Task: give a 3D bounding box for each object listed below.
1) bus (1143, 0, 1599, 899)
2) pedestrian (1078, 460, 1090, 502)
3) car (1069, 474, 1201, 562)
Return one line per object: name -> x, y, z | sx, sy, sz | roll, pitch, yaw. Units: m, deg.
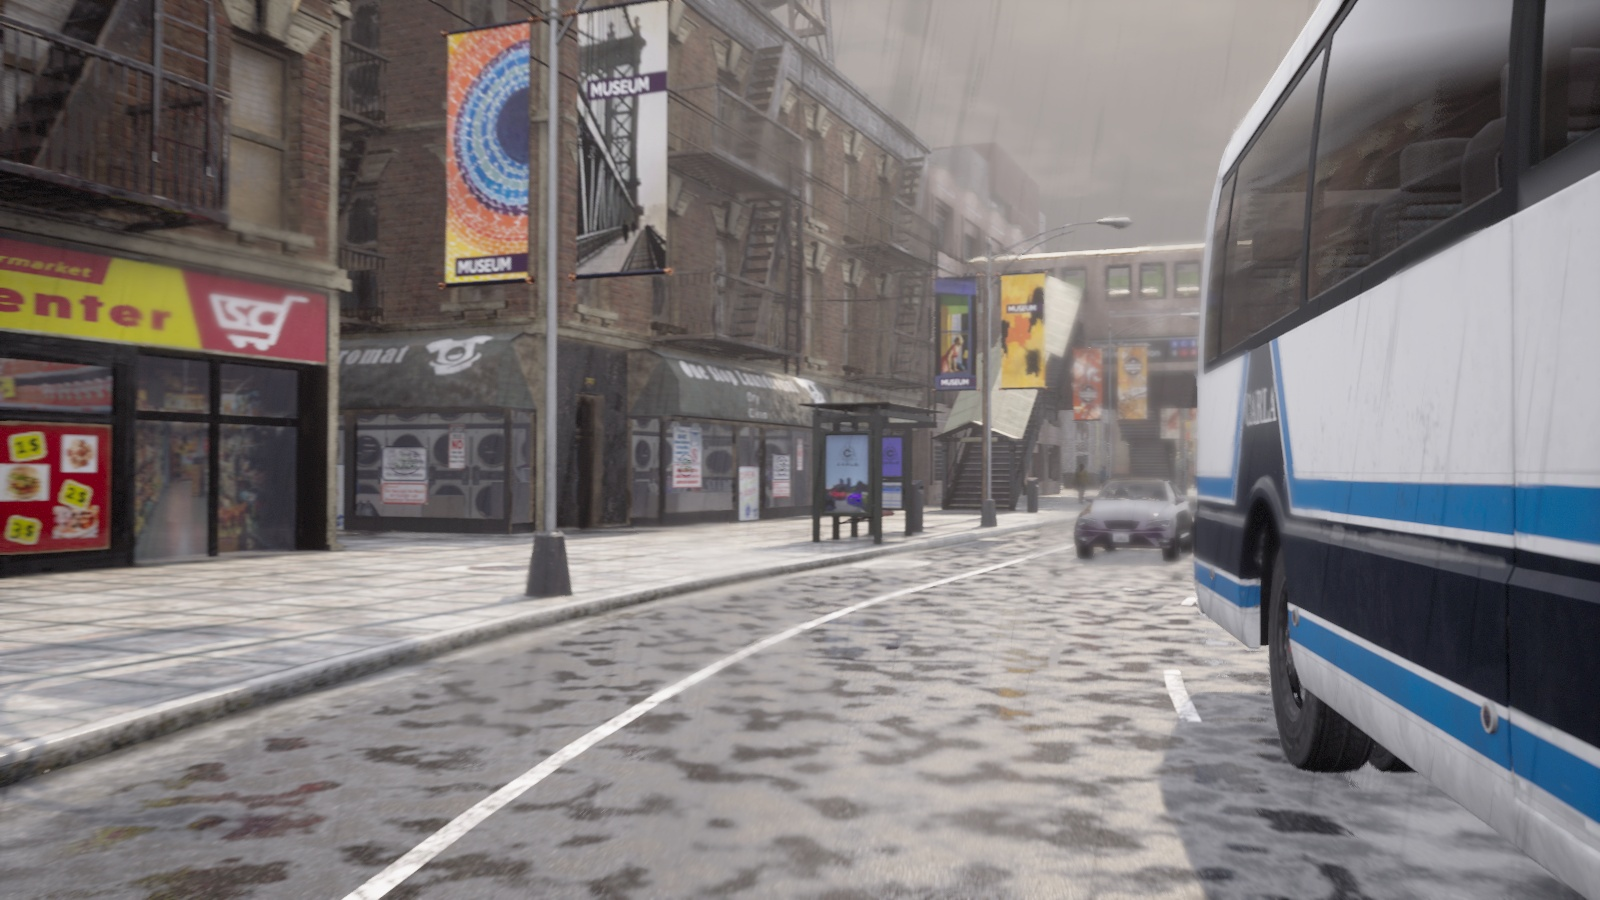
bus -> 3.627, -0.507, 3.881 | 3.944, 4.253, 10.273 | -1, -1, 10
pedestrian -> 12.411, 1.356, 54.871 | 0.431, 1.840, 0.709 | 0, -1, 17
car -> 6.370, 1.205, 23.563 | 1.816, 1.474, 4.193 | -1, -1, 23
